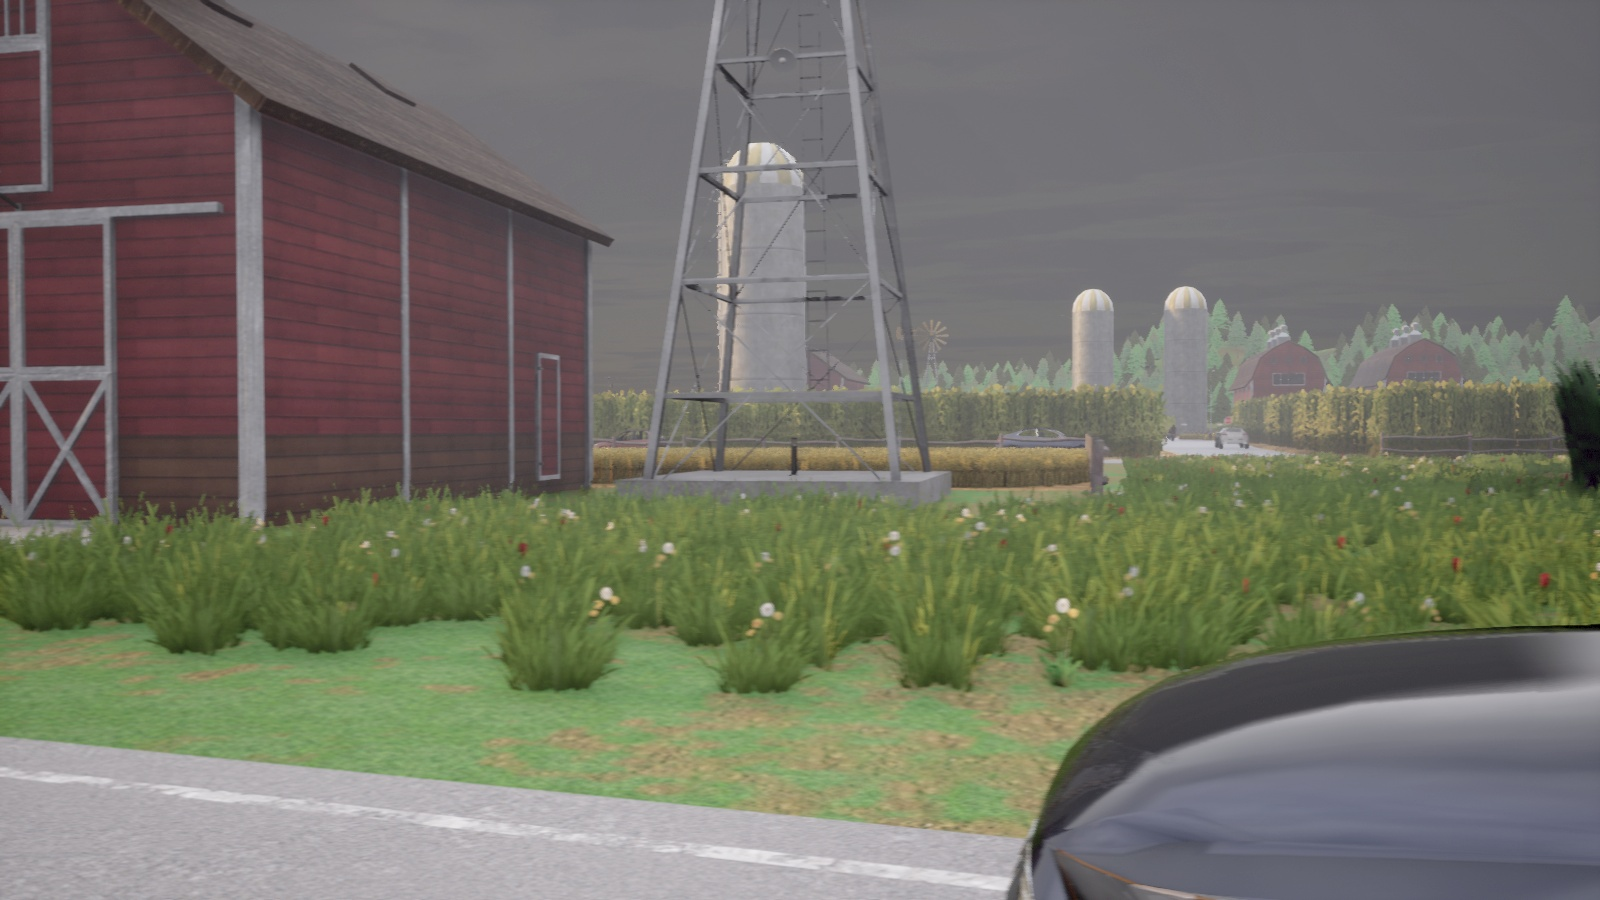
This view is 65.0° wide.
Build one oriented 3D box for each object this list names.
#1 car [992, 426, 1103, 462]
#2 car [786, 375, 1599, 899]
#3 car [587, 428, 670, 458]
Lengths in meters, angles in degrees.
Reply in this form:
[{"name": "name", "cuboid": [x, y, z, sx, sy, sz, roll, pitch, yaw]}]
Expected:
[{"name": "car", "cuboid": [11.745, -0.305, 59.564, 5.027, 1.651, 2.152, 1, 1, 13]}, {"name": "car", "cuboid": [2.604, 0.734, 1.999, 4.856, 1.649, 2.033, 1, 1, 19]}, {"name": "car", "cuboid": [-9.220, -0.392, 67.572, 3.988, 1.617, 1.851, 0, 1, 13]}]
